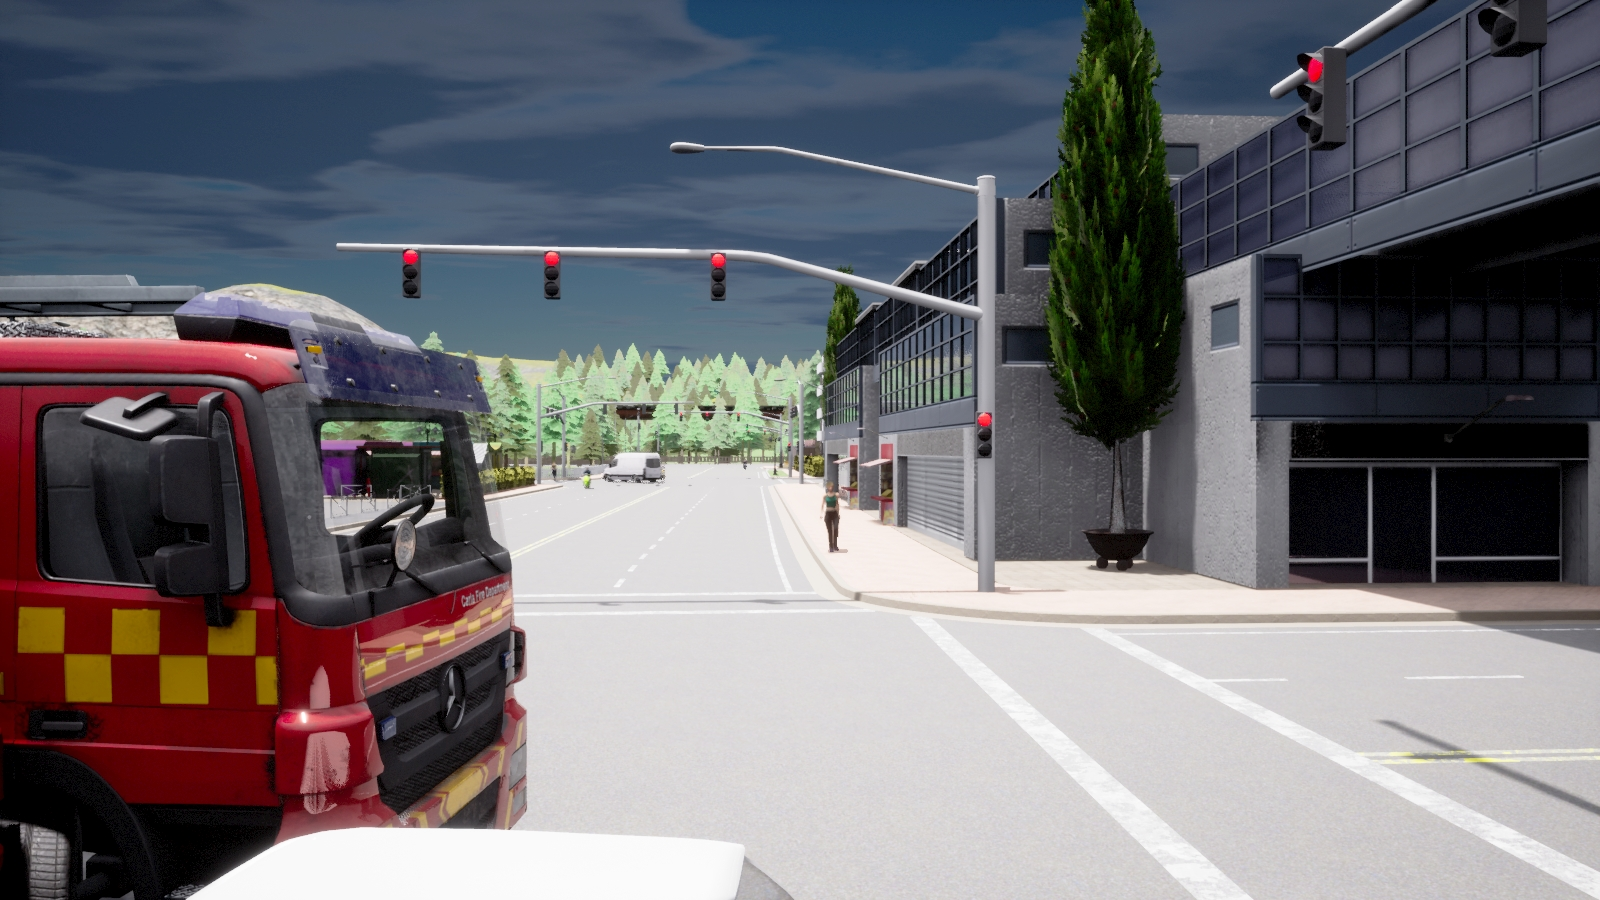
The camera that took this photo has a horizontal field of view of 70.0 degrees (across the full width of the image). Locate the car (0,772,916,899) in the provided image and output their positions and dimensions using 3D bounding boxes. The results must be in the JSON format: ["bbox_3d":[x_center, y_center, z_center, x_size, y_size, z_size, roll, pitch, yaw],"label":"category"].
[{"bbox_3d":[-1.549,2.065,3.579,3.806,1.475,1.970,0,0,5],"label":"car"}]

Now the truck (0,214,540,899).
[{"bbox_3d":[-6.102,0.890,6.659,8.468,3.827,2.891,0,0,4],"label":"truck"}]

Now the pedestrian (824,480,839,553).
[{"bbox_3d":[0.808,1.696,29.314,0.375,1.860,0.375,0,0,0],"label":"pedestrian"}]

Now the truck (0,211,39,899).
[{"bbox_3d":[-7.587,0.890,3.490,8.468,3.827,2.891,0,0,-3],"label":"truck"}]
